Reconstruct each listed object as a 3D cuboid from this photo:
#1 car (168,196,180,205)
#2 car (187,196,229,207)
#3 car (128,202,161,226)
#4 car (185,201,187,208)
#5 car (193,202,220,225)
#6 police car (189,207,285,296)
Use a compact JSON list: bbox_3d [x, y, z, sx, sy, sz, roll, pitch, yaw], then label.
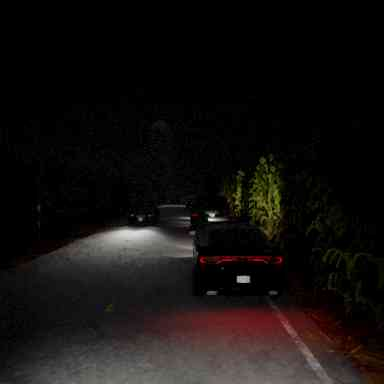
[{"bbox_3d":[-3.186,1.477,58.088,1.882,1.535,5.008,0,0,0],"label":"car"},{"bbox_3d":[0.964,1.221,18.718,2.150,2.045,5.566,0,0,0],"label":"car"},{"bbox_3d":[-3.296,1.491,23.725,2.128,1.511,4.902,0,0,0],"label":"car"},{"bbox_3d":[0.025,1.547,46.780,2.033,1.411,5.357,0,0,1],"label":"car"},{"bbox_3d":[0.965,1.526,24.688,1.812,1.442,4.674,0,0,0],"label":"car"},{"bbox_3d":[0.961,1.425,8.798,1.930,1.638,5.238,0,0,0],"label":"police car"}]
